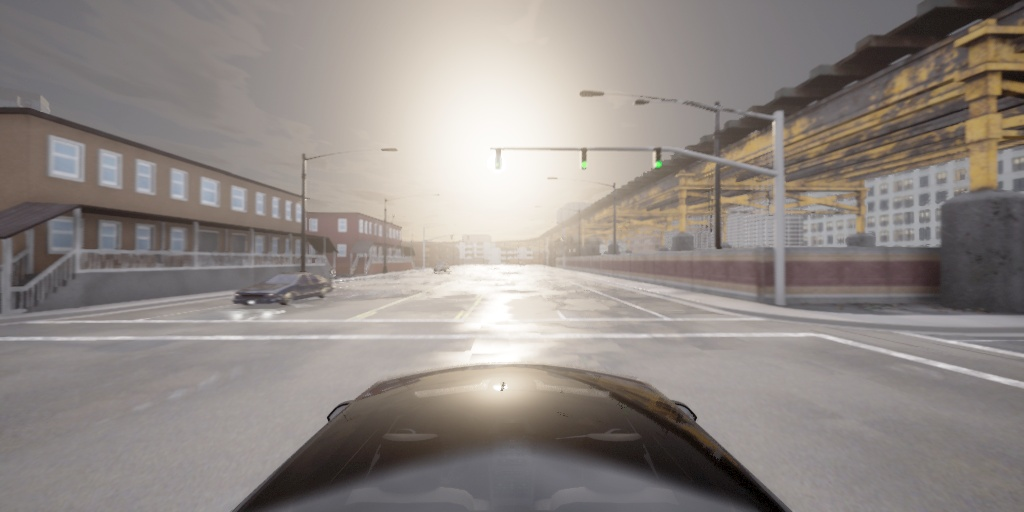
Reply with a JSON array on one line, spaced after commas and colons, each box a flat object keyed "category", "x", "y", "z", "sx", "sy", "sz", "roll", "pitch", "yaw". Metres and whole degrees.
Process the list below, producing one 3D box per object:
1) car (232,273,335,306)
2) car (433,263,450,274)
[{"category": "car", "x": -10.471, "y": 1.503, "z": 17.071, "sx": 2.033, "sy": 1.411, "sz": 5.357, "roll": 0, "pitch": 0, "yaw": 0}, {"category": "car", "x": -10.479, "y": 1.782, "z": 53.661, "sx": 2.128, "sy": 1.511, "sz": 4.902, "roll": 0, "pitch": 0, "yaw": 0}]
